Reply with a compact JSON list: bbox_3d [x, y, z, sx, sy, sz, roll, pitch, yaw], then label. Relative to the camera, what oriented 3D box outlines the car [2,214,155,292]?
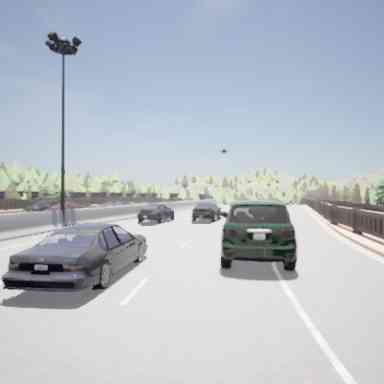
[{"bbox_3d":[-2.727,1.581,9.193,2.033,1.411,5.357,0,0,7],"label":"car"}]

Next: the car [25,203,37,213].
[{"bbox_3d":[-15.128,1.621,34.610,1.837,1.490,4.892,0,0,16],"label":"car"}]

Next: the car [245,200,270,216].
[{"bbox_3d":[7.065,1.655,35.300,2.128,1.511,4.902,0,0,17],"label":"car"}]

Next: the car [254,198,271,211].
[{"bbox_3d":[9.624,1.688,45.068,1.882,1.535,5.008,0,0,16],"label":"car"}]

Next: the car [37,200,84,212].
[{"bbox_3d":[-12.233,1.636,31.999,1.812,1.442,4.674,0,0,16],"label":"car"}]

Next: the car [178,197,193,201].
[{"bbox_3d":[-0.950,1.832,71.024,1.812,1.442,4.674,0,-1,16],"label":"car"}]

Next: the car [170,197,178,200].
[{"bbox_3d":[-3.468,1.768,74.941,1.882,1.535,5.008,0,-2,16],"label":"car"}]

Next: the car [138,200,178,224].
[{"bbox_3d":[-2.742,1.630,26.052,1.812,1.442,4.674,0,0,15],"label":"car"}]

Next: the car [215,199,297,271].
[{"bbox_3d":[2.163,1.277,11.380,2.150,2.045,5.566,0,0,9],"label":"car"}]

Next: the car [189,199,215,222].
[{"bbox_3d":[1.323,1.624,27.621,1.837,1.490,4.892,0,0,15],"label":"car"}]

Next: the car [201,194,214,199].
[{"bbox_3d":[3.484,1.476,73.791,2.150,2.045,5.566,0,-2,16],"label":"car"}]

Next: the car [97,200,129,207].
[{"bbox_3d":[-8.039,1.619,33.942,2.128,1.511,4.902,0,0,16],"label":"car"}]
